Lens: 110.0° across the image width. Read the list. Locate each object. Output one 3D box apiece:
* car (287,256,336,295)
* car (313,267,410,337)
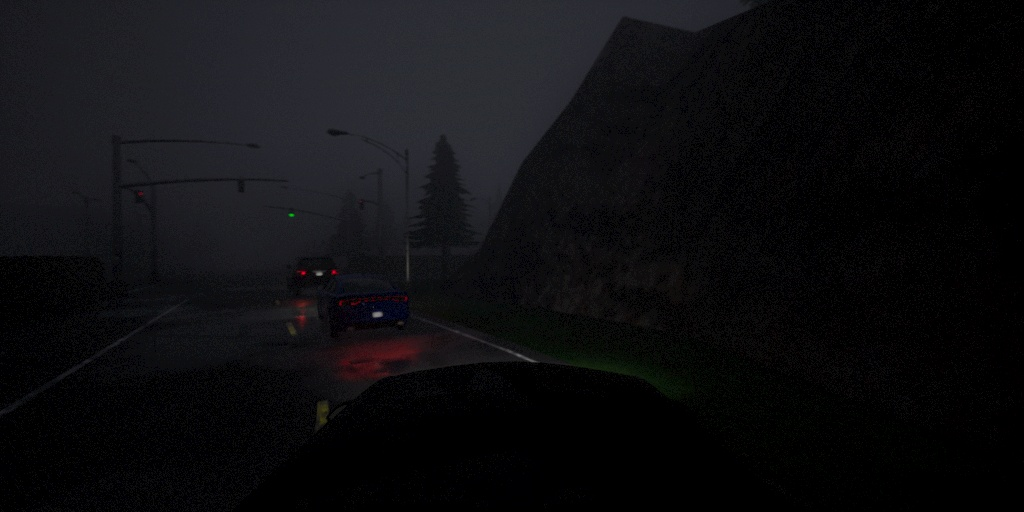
[{"bbox_3d":[-11.540,1.048,20.727,2.150,2.045,5.566,-1,0,-36],"label":"car"},{"bbox_3d":[-4.573,1.256,10.687,1.882,1.535,5.008,-1,0,-33],"label":"car"}]
